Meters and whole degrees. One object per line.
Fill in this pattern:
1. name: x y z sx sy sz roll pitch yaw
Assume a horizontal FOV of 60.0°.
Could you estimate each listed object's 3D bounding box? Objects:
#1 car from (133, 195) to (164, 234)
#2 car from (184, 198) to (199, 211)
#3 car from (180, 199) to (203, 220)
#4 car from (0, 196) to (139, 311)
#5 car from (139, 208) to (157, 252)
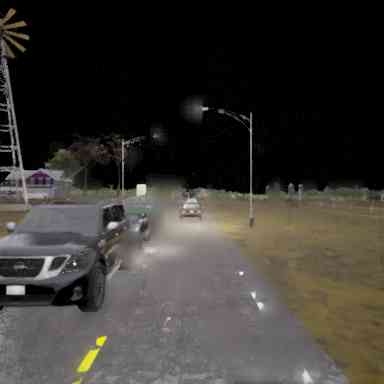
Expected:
1. car: -2.845 1.222 18.976 2.150 2.045 5.566 0 0 1
2. car: -0.009 1.564 42.337 1.812 1.442 4.674 0 0 0
3. car: -0.027 1.556 27.871 2.033 1.411 5.357 0 0 0
4. car: -2.845 1.219 8.077 2.150 2.045 5.566 0 0 -1
5. car: -2.768 1.565 13.779 1.994 1.385 4.181 0 0 0
